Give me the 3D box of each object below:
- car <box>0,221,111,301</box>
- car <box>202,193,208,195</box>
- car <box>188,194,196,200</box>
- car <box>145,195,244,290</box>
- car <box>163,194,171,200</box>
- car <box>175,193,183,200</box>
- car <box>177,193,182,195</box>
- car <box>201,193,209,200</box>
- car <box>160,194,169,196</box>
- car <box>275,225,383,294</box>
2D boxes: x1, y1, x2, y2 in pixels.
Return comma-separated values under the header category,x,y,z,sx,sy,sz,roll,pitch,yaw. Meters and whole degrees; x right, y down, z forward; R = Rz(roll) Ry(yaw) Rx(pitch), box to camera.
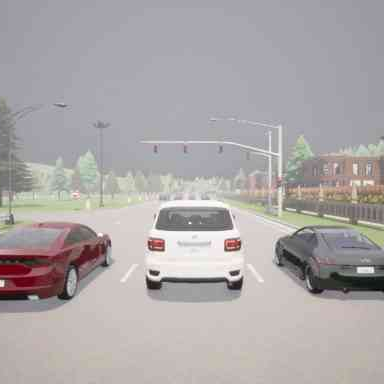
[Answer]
category,x,y,z,sx,sy,sz,roll,pitch,yaw
car,-3.438,1.478,8.411,1.882,1.535,5.008,0,0,0
car,3.516,1.587,82.121,1.895,1.301,4.718,0,0,0
car,0.018,1.372,92.095,2.033,1.411,5.357,0,0,0
car,0.068,1.221,9.219,2.150,2.045,5.566,0,0,0
car,-6.982,1.332,92.096,1.837,1.490,4.892,0,0,0
car,-3.482,1.187,92.065,2.097,1.767,4.553,0,0,0
car,-3.484,1.516,82.092,1.812,1.442,4.674,0,0,0
car,3.518,1.187,92.064,2.097,1.767,4.553,0,0,0
car,-6.984,1.347,82.063,2.097,1.767,4.553,0,0,0
car,3.566,1.564,8.806,1.994,1.385,4.181,0,0,0
